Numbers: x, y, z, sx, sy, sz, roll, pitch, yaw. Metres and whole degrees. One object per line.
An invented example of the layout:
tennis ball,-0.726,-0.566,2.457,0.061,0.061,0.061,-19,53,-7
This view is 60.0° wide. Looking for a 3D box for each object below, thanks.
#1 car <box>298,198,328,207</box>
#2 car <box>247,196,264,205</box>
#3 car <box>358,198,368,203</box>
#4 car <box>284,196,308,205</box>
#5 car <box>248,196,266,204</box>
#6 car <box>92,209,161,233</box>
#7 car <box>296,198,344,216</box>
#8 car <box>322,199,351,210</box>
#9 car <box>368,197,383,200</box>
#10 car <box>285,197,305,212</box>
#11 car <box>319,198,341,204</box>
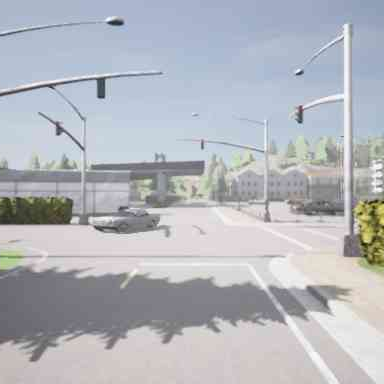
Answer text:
car,21.578,1.904,59.345,4.514,1.523,2.007,0,-1,1
car,13.984,2.094,71.869,3.806,1.475,1.970,0,-1,1
car,39.567,1.996,74.832,3.806,1.475,1.970,0,-1,1
car,22.463,1.830,71.792,4.605,1.855,1.932,0,-1,1
car,14.641,1.843,75.188,3.866,1.878,1.905,0,-1,1
car,-4.086,1.809,21.382,1.895,1.301,4.718,0,0,30
car,13.569,1.692,34.480,4.514,1.523,2.007,0,-1,1
car,21.397,1.824,49.354,3.633,1.501,1.845,0,-1,1
car,39.801,1.852,68.412,5.027,1.636,2.152,0,-1,1
car,13.560,1.715,37.617,5.027,1.636,2.152,0,-1,1
car,32.569,2.100,78.592,4.514,1.523,2.007,0,-1,1
